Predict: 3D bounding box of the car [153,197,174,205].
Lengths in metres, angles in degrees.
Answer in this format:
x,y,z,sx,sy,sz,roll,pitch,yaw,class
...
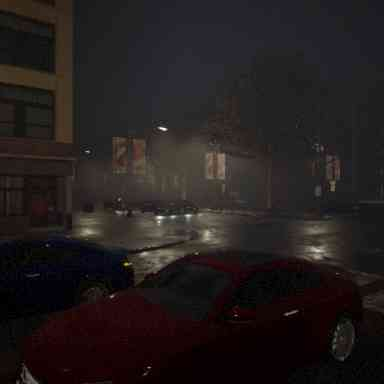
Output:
x,y,z,sx,sy,sz,roll,pitch,yaw,class
-5.350,1.564,61.887,1.994,1.385,4.181,0,0,-36,car

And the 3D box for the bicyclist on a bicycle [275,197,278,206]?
x,y,z,sx,sy,sz,roll,pitch,yaw,class
12.513,1.301,50.585,1.656,1.620,0.582,0,0,-36,bicyclist on a bicycle

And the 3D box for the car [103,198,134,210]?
x,y,z,sx,sy,sz,roll,pitch,yaw,class
-9.690,1.492,42.140,2.128,1.511,4.902,0,0,-35,car

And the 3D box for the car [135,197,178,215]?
x,y,z,sx,sy,sz,roll,pitch,yaw,class
-3.703,1.526,33.778,1.812,1.442,4.674,0,0,-35,car

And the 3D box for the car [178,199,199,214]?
x,y,z,sx,sy,sz,roll,pitch,yaw,class
-1.135,1.505,36.211,1.837,1.490,4.892,0,0,-36,car

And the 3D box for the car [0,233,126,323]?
x,y,z,sx,sy,sz,roll,pitch,yaw,class
-3.299,1.526,5.937,4.674,1.442,1.812,0,0,-36,car

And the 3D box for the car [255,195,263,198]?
x,y,z,sx,sy,sz,roll,pitch,yaw,class
17.443,1.463,83.143,1.895,1.301,4.718,0,0,-36,car

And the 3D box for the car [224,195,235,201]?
x,y,z,sx,sy,sz,roll,pitch,yaw,class
7.797,1.413,76.685,2.161,1.482,4.786,0,0,-36,car

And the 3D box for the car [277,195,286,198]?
x,y,z,sx,sy,sz,roll,pitch,yaw,class
18.280,1.320,69.211,2.002,1.452,4.674,0,0,-36,car

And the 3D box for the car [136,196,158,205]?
x,y,z,sx,sy,sz,roll,pitch,yaw,class
-8.189,1.478,59.840,1.882,1.535,5.008,0,0,-36,car

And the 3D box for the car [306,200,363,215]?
x,y,z,sx,sy,sz,roll,pitch,yaw,class
14.615,1.547,34.410,2.033,1.411,5.357,0,0,-41,car

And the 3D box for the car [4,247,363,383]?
x,y,z,sx,sy,sz,roll,pitch,yaw,class
0.389,1.526,4.269,4.674,1.442,1.812,0,0,-36,car

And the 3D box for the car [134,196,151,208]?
x,y,z,sx,sy,sz,roll,pitch,yaw,class
-6.980,1.601,44.366,1.895,1.301,4.718,0,0,-35,car
